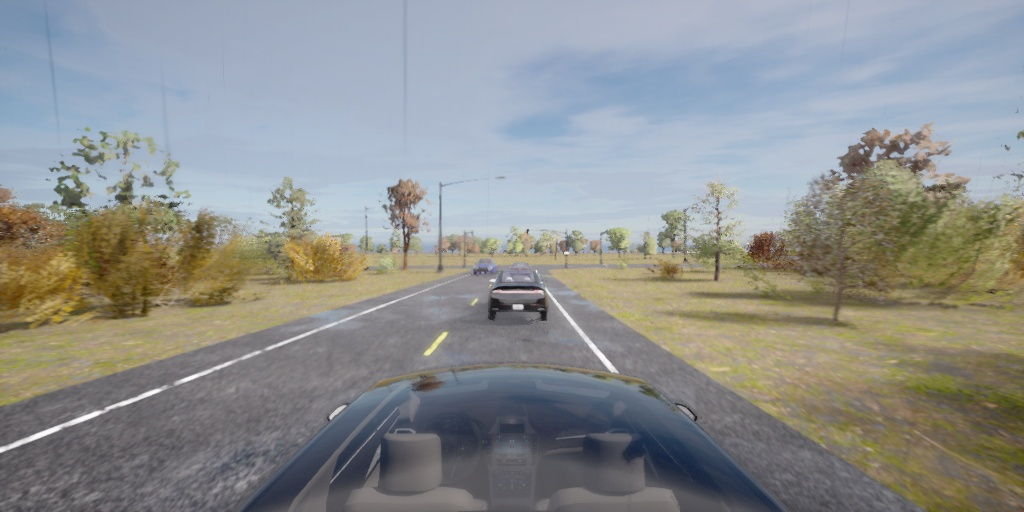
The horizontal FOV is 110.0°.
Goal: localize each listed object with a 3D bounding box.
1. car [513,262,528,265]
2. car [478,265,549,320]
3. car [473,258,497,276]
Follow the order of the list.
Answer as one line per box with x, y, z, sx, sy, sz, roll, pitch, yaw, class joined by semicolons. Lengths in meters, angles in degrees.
0.757;1.256;31.573;2.033;1.411;5.357;0;0;2;car
0.214;1.232;12.568;2.128;1.511;4.902;0;0;1;car
-2.690;1.041;36.680;2.097;1.767;4.553;0;0;3;car
